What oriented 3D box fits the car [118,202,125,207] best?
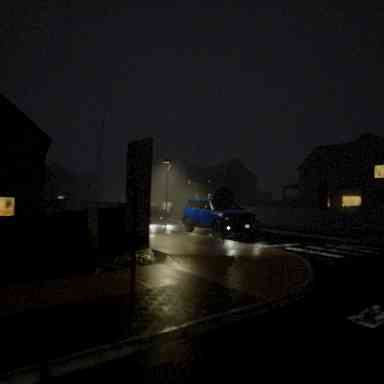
[{"bbox_3d":[-8.789,2.058,40.489,2.033,1.411,5.357,2,-2,-20],"label":"car"}]

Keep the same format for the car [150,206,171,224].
[{"bbox_3d":[-3.185,1.850,27.355,1.994,1.385,4.181,3,-2,-24],"label":"car"}]

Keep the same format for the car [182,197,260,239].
[{"bbox_3d":[1.385,1.340,18.440,2.150,2.045,5.566,3,-2,-28],"label":"car"}]

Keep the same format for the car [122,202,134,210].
[{"bbox_3d":[-11.430,2.472,58.753,1.895,1.301,4.718,2,-1,-13],"label":"car"}]
